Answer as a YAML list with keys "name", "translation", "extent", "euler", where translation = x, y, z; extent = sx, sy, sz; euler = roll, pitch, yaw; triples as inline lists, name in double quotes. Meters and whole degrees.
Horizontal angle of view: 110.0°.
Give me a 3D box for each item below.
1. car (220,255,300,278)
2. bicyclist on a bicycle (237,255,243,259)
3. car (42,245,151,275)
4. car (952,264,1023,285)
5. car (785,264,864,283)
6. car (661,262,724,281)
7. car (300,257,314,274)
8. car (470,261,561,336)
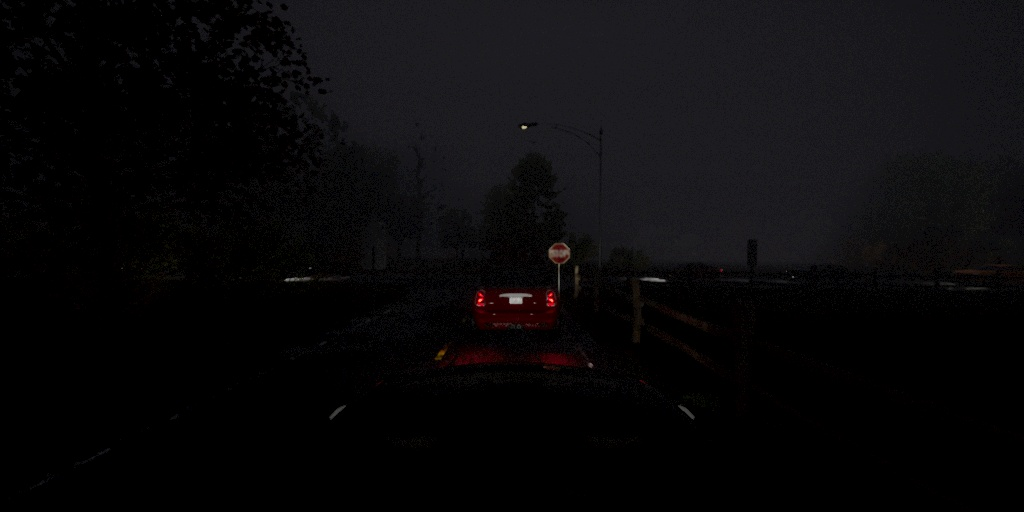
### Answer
- name: "car"
  translation: [-17.062, 0.782, 24.065]
  extent: [4.181, 1.385, 1.994]
  euler: [1, 2, 0]
- name: "bicyclist on a bicycle"
  translation: [-22.730, 0.432, 30.022]
  extent: [0.582, 1.620, 1.656]
  euler: [1, 1, 0]
- name: "car"
  translation: [-27.675, 0.296, 23.999]
  extent: [5.566, 2.045, 2.150]
  euler: [1, 2, -1]
- name: "car"
  translation: [36.530, 1.364, 27.161]
  extent: [5.008, 1.535, 1.882]
  euler: [1, 2, 0]
- name: "car"
  translation: [23.486, 1.299, 27.162]
  extent: [4.718, 1.301, 1.895]
  euler: [1, 2, 0]
- name: "car"
  translation: [13.617, 1.121, 27.154]
  extent: [4.181, 1.385, 1.994]
  euler: [1, 2, -1]
- name: "car"
  translation: [-17.632, 0.625, 27.001]
  extent: [4.892, 1.490, 1.837]
  euler: [1, 2, 0]
- name: "car"
  translation: [0.082, 0.977, 10.055]
  extent: [2.097, 1.767, 4.553]
  euler: [0, 1, 0]
